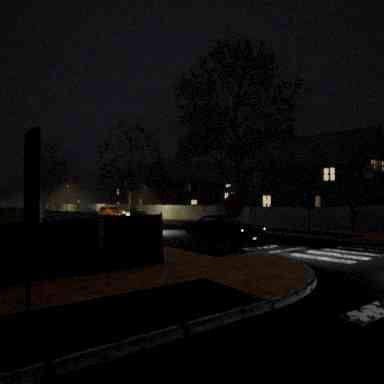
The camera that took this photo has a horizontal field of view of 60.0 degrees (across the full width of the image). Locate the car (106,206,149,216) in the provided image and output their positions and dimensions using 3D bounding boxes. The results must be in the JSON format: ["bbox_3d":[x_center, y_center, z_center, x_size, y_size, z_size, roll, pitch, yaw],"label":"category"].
[{"bbox_3d":[-4.390,2.070,25.523,2.033,1.411,5.357,1,-2,-35],"label":"car"}]

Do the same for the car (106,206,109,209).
[{"bbox_3d":[-9.461,2.341,37.764,1.882,1.535,5.008,1,-2,-35],"label":"car"}]

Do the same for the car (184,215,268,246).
[{"bbox_3d":[1.604,1.872,17.079,1.895,1.301,4.718,1,-2,-35],"label":"car"}]

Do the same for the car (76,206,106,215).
[{"bbox_3d":[-10.980,2.366,34.823,1.994,1.385,4.181,1,-2,-35],"label":"car"}]
